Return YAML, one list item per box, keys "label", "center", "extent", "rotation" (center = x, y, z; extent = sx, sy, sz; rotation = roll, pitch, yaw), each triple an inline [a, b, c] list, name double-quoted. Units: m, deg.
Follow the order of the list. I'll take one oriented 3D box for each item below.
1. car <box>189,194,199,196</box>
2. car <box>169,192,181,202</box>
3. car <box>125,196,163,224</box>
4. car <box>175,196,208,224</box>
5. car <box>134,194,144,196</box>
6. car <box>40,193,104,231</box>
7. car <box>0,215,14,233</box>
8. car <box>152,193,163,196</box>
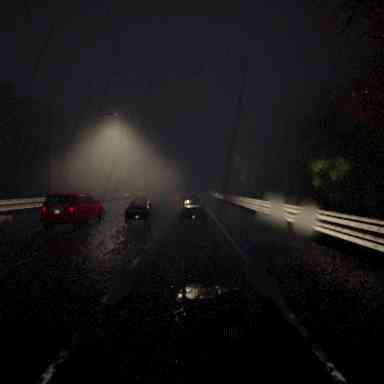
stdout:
- label: "car"
  center: [0.345, 1.063, 63.708]
  extent: [1.994, 1.385, 4.181]
  rotation: [0, 0, 0]
- label: "car"
  center: [-3.160, 0.860, 62.877]
  extent: [2.097, 1.767, 4.553]
  rotation: [0, 1, 0]
- label: "car"
  center: [-3.387, 1.308, 23.039]
  extent: [2.128, 1.511, 4.902]
  rotation: [0, 1, 0]
- label: "car"
  center: [0.113, 1.308, 23.049]
  extent: [2.128, 1.511, 4.902]
  rotation: [0, 1, 0]
- label: "car"
  center: [-10.155, 1.048, 63.660]
  extent: [2.033, 1.411, 5.357]
  rotation: [0, 0, 0]
- label: "car"
  center: [-6.895, 1.065, 19.680]
  extent: [2.150, 2.045, 5.566]
  rotation: [0, 1, 0]
- label: "car"
  center: [-10.404, 1.475, 15.528]
  extent: [1.895, 1.301, 4.718]
  rotation: [0, 0, 0]
- label: "car"
  center: [-6.657, 0.991, 63.505]
  extent: [2.128, 1.511, 4.902]
  rotation: [0, 0, 0]
